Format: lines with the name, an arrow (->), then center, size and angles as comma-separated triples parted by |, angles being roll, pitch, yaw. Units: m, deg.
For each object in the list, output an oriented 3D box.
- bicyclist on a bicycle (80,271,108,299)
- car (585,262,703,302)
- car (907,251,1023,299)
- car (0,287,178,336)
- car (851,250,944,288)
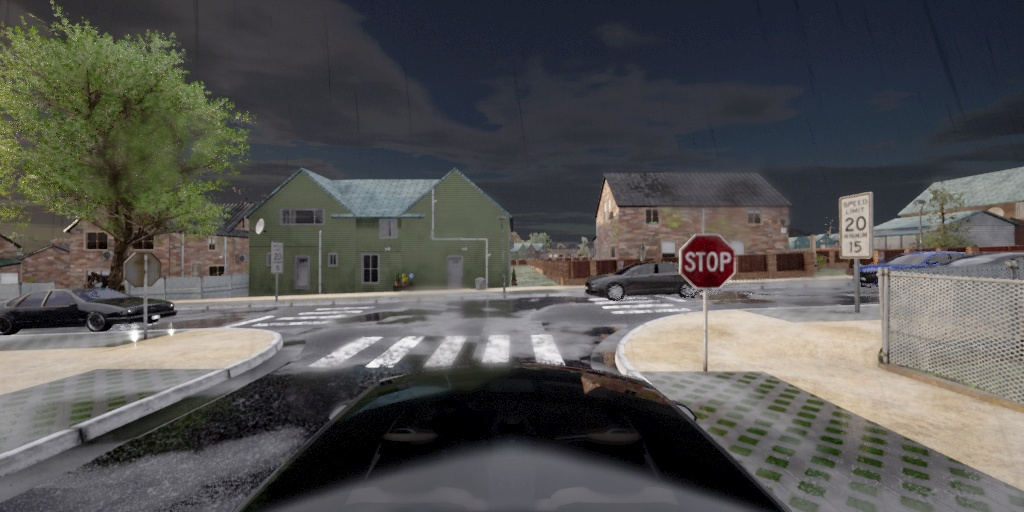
bicyclist on a bicycle -> -20.830, 1.575, 18.049 | 0.582, 1.620, 1.656 | 0, 2, 0
car -> 5.533, 1.011, 14.966 | 4.892, 1.490, 1.837 | -2, 0, 0
car -> 16.717, 0.601, 11.999 | 4.674, 1.442, 1.812 | -2, 0, 1
car -> -14.733, 1.785, 12.170 | 5.357, 1.411, 2.033 | -2, 0, 0
car -> 17.051, 0.564, 14.877 | 5.008, 1.535, 1.882 | -3, 0, 1
